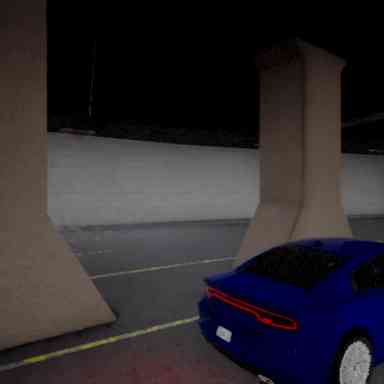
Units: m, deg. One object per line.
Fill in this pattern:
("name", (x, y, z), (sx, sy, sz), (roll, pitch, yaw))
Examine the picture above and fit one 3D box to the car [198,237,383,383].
("car", (2.464, 1.450, 5.091), (5.008, 1.535, 1.882), (0, 0, -32))
